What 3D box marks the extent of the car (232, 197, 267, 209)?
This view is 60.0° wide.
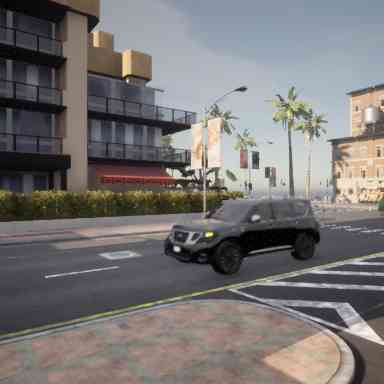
[{"bbox_3d":[8.026,1.478,47.129,1.882,1.535,5.008,0,0,-35],"label":"car"}]

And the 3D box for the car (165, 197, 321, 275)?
[{"bbox_3d":[1.846,1.221,10.796,5.566,2.045,2.150,0,0,-35],"label":"car"}]

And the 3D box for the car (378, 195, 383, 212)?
[{"bbox_3d":[19.923,1.221,30.098,2.150,2.045,5.566,0,0,-35],"label":"car"}]
